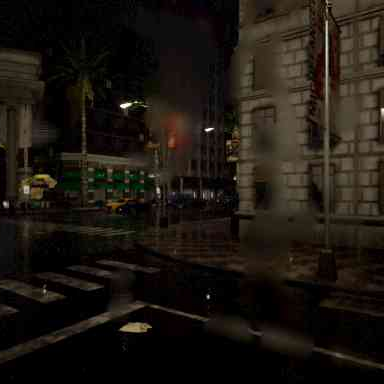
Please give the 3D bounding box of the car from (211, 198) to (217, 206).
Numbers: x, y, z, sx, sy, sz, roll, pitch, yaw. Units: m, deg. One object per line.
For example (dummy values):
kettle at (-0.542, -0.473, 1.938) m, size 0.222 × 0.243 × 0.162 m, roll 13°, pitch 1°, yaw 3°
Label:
car at (4.886, 1.352, 53.644) m, size 4.553 × 1.767 × 2.097 m, roll 0°, pitch 0°, yaw -43°

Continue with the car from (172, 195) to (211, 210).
car at (-0.012, 1.526, 42.473) m, size 1.812 × 1.442 × 4.674 m, roll 0°, pitch 0°, yaw 37°

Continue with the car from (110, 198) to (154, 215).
car at (-5.918, 1.564, 34.445) m, size 1.994 × 1.385 × 4.181 m, roll 0°, pitch 0°, yaw 36°

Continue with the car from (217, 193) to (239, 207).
car at (6.772, 1.221, 50.718) m, size 5.566 × 2.045 × 2.150 m, roll 0°, pitch 0°, yaw -45°

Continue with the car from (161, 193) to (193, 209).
car at (-1.797, 1.221, 45.952) m, size 2.150 × 2.045 × 5.566 m, roll 0°, pitch 0°, yaw 37°

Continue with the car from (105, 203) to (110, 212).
car at (-7.599, 1.477, 38.073) m, size 1.882 × 1.535 × 5.008 m, roll 0°, pitch 0°, yaw 37°
